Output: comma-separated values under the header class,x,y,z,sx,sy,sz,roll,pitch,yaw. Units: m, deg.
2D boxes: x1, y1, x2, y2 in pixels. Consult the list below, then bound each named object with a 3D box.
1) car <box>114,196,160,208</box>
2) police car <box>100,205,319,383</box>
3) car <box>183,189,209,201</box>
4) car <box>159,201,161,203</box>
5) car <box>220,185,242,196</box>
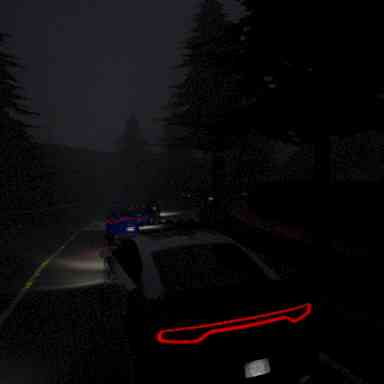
class,x,y,z,sx,sy,sz,roll,pitch,yaw
car,-2.546,1.117,14.316,1.882,1.535,5.008,-2,2,-8
police car,-0.321,1.261,5.284,1.930,1.638,5.238,-3,2,-20
car,0.502,0.316,40.560,1.994,1.385,4.181,-1,2,26
car,-2.995,0.990,19.951,1.837,1.490,4.892,-2,2,-1
car,5.437,-0.318,49.232,2.097,1.767,4.553,0,2,40
